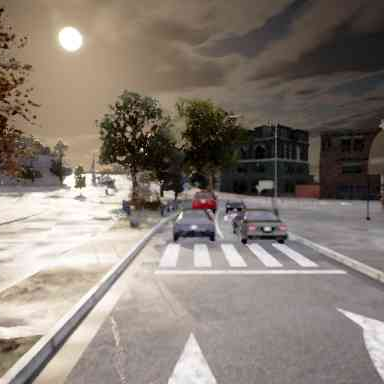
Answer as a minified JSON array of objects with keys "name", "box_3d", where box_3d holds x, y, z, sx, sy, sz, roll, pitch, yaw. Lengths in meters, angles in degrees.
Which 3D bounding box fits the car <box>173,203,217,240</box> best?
[{"name":"car","box_3d":[0.115,1.477,16.420,1.994,1.385,4.181,0,0,1]}]

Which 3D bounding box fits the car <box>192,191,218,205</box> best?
[{"name":"car","box_3d":[1.320,0.927,32.592,2.150,2.045,5.566,0,1,7]}]

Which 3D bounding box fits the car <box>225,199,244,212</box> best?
[{"name":"car","box_3d":[4.242,1.307,32.761,1.895,1.301,4.718,0,1,7]}]

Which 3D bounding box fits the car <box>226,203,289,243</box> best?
[{"name":"car","box_3d":[2.974,1.465,15.468,2.033,1.411,5.357,0,0,1]}]
